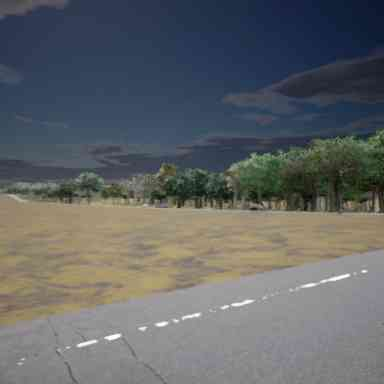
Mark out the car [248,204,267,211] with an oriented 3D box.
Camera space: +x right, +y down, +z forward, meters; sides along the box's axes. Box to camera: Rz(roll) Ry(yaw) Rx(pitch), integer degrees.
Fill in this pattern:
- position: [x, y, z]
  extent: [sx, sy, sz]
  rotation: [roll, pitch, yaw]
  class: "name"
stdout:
- position: [15.144, 3.568, 76.647]
  extent: [2.097, 1.767, 4.553]
  rotation: [1, -3, -33]
  class: "car"
